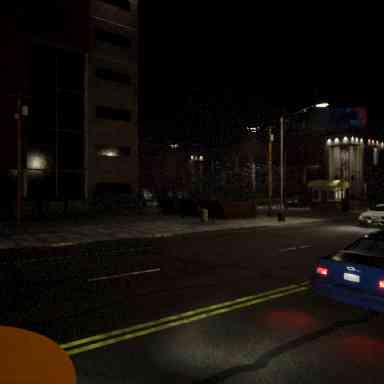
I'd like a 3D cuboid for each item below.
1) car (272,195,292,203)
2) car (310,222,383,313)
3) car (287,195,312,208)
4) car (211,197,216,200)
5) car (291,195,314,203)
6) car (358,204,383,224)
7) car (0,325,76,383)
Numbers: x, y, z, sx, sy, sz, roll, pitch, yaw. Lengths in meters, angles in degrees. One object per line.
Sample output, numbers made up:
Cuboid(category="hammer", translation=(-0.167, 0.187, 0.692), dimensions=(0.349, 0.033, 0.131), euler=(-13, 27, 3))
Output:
Cuboid(category="car", translation=(18.744, 1.452, 69.049), dimensions=(3.806, 1.475, 1.970), euler=(0, 0, -36))
Cuboid(category="car", translation=(4.852, 1.547, 7.292), dimensions=(5.357, 1.411, 2.033), euler=(0, 0, -35))
Cuboid(category="car", translation=(14.835, 1.254, 45.971), dimensions=(4.553, 1.767, 2.185), euler=(0, 0, -36))
Cuboid(category="car", translation=(4.040, 1.575, 60.500), dimensions=(4.718, 1.301, 1.895), euler=(0, 0, -36))
Cuboid(category="car", translation=(21.667, 1.420, 65.059), dimensions=(4.674, 1.452, 2.002), euler=(0, 0, -36))
Cuboid(category="car", translation=(12.805, 1.526, 21.836), dimensions=(4.674, 1.442, 1.812), euler=(0, 0, -36))
Cuboid(category="car", translation=(-3.111, 1.478, 1.516), dimensions=(5.008, 1.535, 1.882), euler=(0, 0, -36))
